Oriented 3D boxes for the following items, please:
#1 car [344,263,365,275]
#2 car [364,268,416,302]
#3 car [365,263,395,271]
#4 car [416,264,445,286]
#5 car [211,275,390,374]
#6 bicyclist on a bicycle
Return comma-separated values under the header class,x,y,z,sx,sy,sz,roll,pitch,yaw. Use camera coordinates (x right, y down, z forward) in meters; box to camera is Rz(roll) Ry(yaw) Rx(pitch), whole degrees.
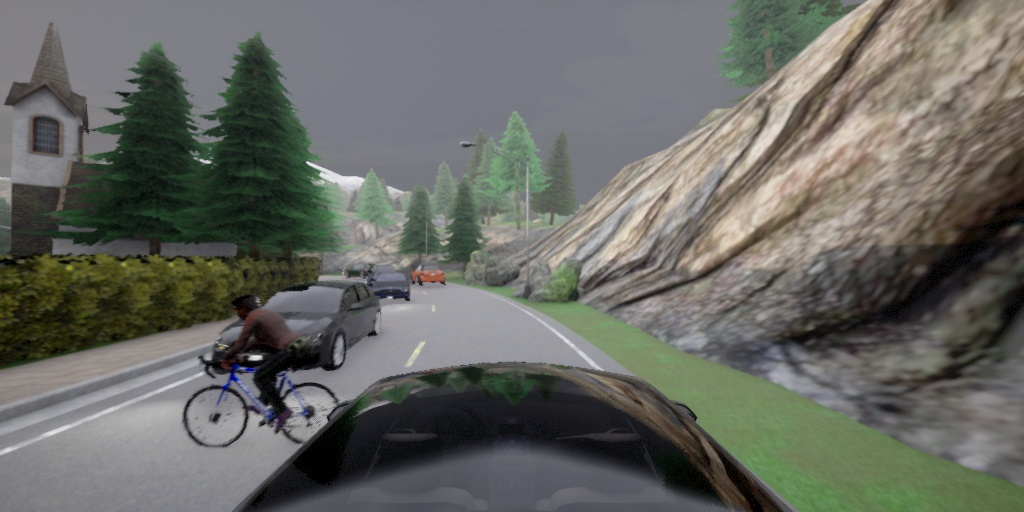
class,x,y,z,sx,sy,sz,roll,pitch,yaw
car,-17.304,1.641,41.328,4.553,1.767,2.097,-1,-1,35
car,-6.239,1.529,18.793,2.033,1.411,5.357,0,-1,-16
car,-9.416,1.439,26.519,2.097,1.767,4.553,0,-1,-25
car,-7.120,1.482,29.923,2.097,1.767,4.553,0,-1,-26
car,-4.242,1.341,7.926,1.837,1.490,4.892,0,-1,-7
bicyclist on a bicycle,-2.670,1.235,3.829,1.656,1.620,0.582,-1,-1,-2
